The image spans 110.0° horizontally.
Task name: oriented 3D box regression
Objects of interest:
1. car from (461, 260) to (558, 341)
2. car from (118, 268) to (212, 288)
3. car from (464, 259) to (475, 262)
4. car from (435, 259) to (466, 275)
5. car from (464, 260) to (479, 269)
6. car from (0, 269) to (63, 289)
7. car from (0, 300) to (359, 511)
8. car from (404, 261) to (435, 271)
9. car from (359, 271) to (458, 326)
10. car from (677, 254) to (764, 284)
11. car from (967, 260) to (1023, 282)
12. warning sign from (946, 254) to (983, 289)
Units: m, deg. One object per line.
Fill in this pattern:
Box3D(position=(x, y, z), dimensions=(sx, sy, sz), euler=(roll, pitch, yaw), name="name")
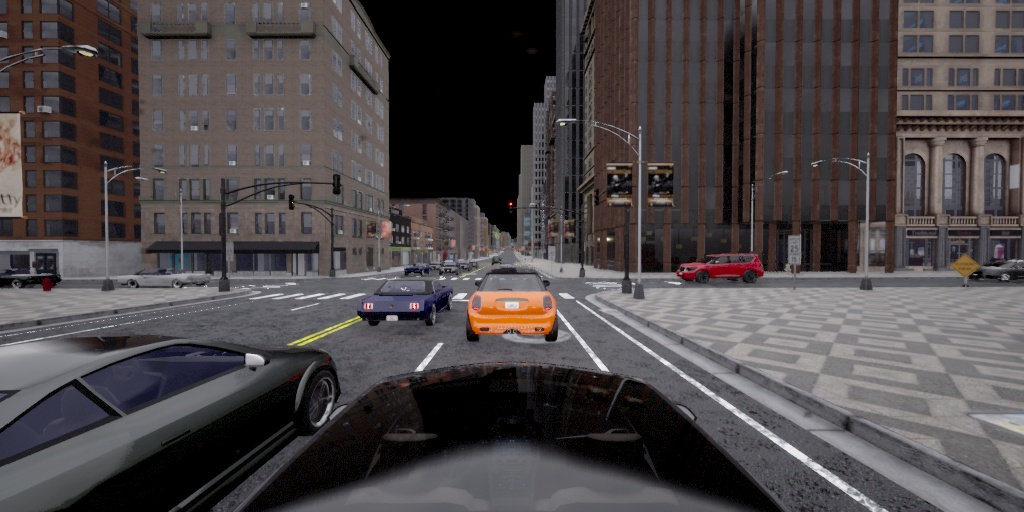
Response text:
Box3D(position=(0.010, 1.101, 10.005), dimensions=(2.097, 1.767, 4.553), euler=(0, 0, 0), name="car")
Box3D(position=(-22.754, 1.446, 23.639), dimensions=(4.718, 1.301, 1.895), euler=(0, 1, 1), name="car")
Box3D(position=(-6.597, 1.338, 48.853), dimensions=(1.994, 1.385, 4.181), euler=(0, 0, 0), name="car")
Box3D(position=(-6.598, 1.331, 38.894), dimensions=(1.994, 1.385, 4.181), euler=(0, 0, 0), name="car")
Box3D(position=(-6.578, 1.343, 58.872), dimensions=(1.994, 1.385, 4.181), euler=(0, 0, 0), name="car")
Box3D(position=(-33.074, 1.480, 23.724), dimensions=(4.718, 1.301, 1.895), euler=(0, 1, 0), name="car")
Box3D(position=(-3.158, 1.314, 2.838), dimensions=(1.994, 1.385, 4.181), euler=(0, 0, 1), name="car")
Box3D(position=(-9.849, 1.367, 37.687), dimensions=(1.895, 1.301, 4.718), euler=(0, 0, 0), name="car")
Box3D(position=(-3.149, 1.350, 11.657), dimensions=(1.895, 1.301, 4.718), euler=(0, 0, 0), name="car")
Box3D(position=(14.849, 0.870, 25.675), dimensions=(5.566, 2.045, 2.150), euler=(-1, 1, 0), name="car")
Box3D(position=(35.685, 1.077, 25.742), dimensions=(4.892, 1.490, 1.837), euler=(0, 1, 0), name="car")
Box3D(position=(25.179, 0.827, 19.909), dimensions=(1.060, 1.860, 1.300), euler=(0, 0, 0), name="warning sign")
